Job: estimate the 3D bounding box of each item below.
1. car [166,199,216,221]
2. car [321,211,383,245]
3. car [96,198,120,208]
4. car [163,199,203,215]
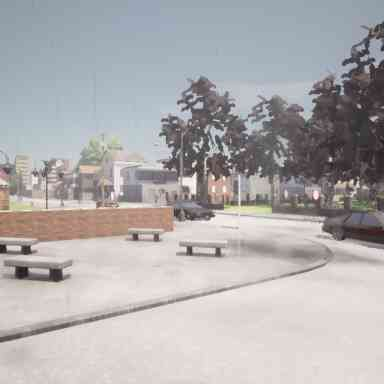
[{"bbox_3d":[-0.359,1.547,27.446,2.033,1.411,5.357,0,0,-35],"label":"car"},{"bbox_3d":[7.923,1.547,14.211,2.033,1.411,5.357,0,0,-18],"label":"car"},{"bbox_3d":[-10.805,1.532,42.286,1.812,1.442,4.674,0,0,-35],"label":"car"},{"bbox_3d":[-1.065,1.505,35.651,1.837,1.490,4.892,0,0,-36],"label":"car"}]
